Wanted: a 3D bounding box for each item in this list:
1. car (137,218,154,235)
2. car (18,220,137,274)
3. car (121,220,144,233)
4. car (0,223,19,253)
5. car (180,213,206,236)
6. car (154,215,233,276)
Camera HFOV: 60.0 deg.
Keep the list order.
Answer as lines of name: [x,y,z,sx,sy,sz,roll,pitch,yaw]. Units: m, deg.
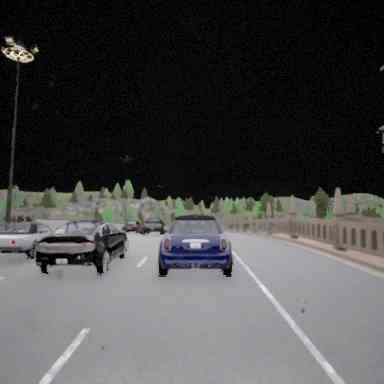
car: [-3.411,3.199,31.045,2.128,1.511,4.902,0,-6,0]
car: [-3.404,1.692,11.117,2.128,1.511,4.902,0,-2,0]
car: [-6.913,4.056,38.896,1.812,1.442,4.674,0,-6,0]
car: [-6.905,1.930,14.041,1.895,1.301,4.718,0,-3,0]
car: [0.090,2.798,28.547,2.097,1.767,4.553,0,-6,0]
car: [0.096,1.552,11.127,2.097,1.767,4.553,0,-2,0]
